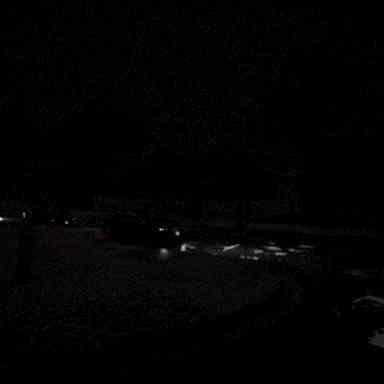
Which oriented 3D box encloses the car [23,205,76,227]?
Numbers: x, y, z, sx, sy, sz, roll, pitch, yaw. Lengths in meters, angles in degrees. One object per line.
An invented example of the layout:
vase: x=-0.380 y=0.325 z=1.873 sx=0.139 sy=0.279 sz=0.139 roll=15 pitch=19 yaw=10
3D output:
car: x=-9.987 y=1.708 z=23.142 sx=4.892 sy=1.490 sz=1.837 roll=1 pitch=3 yaw=40

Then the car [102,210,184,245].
car: x=-2.676 y=1.729 z=17.462 sx=4.902 sy=1.511 sz=2.128 roll=0 pitch=3 yaw=36

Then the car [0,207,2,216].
car: x=-20.089 y=1.627 z=32.383 sx=2.128 sy=1.511 sz=4.902 roll=-4 pitch=3 yaw=-45
